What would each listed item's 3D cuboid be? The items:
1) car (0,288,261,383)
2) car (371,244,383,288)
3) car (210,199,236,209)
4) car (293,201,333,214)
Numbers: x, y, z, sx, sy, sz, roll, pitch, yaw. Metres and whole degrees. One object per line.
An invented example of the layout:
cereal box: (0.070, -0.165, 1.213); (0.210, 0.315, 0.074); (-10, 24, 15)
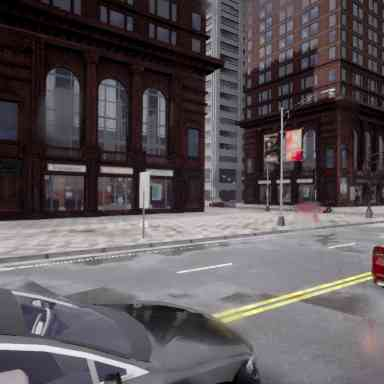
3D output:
car: (-1.602, 1.492, 2.303); (4.902, 1.511, 2.128); (0, 0, -35)
car: (6.227, 1.488, 7.875); (5.008, 1.535, 1.882); (0, 0, -35)
car: (4.557, 1.771, 49.473); (1.812, 1.442, 4.674); (1, 0, -35)
car: (13.405, 1.739, 37.030); (1.994, 1.385, 4.181); (1, -1, -35)
